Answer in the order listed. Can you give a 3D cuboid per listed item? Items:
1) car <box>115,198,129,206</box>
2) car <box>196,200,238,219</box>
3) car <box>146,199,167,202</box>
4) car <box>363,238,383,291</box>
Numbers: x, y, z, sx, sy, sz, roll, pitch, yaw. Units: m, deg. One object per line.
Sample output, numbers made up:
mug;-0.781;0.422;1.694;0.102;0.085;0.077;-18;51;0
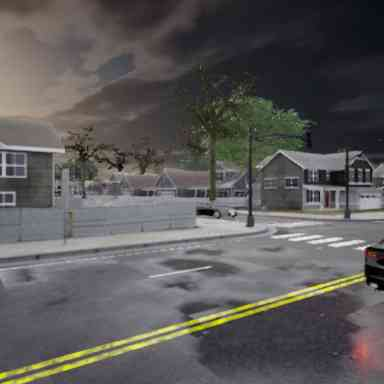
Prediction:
car;-9.346;1.560;44.589;1.812;1.442;4.674;0;0;-35
car;1.870;1.493;28.743;2.128;1.511;4.902;0;0;-35
car;-3.660;1.495;36.551;1.882;1.535;5.008;0;0;-35
car;5.924;1.463;7.836;5.008;1.535;1.882;0;0;-39
